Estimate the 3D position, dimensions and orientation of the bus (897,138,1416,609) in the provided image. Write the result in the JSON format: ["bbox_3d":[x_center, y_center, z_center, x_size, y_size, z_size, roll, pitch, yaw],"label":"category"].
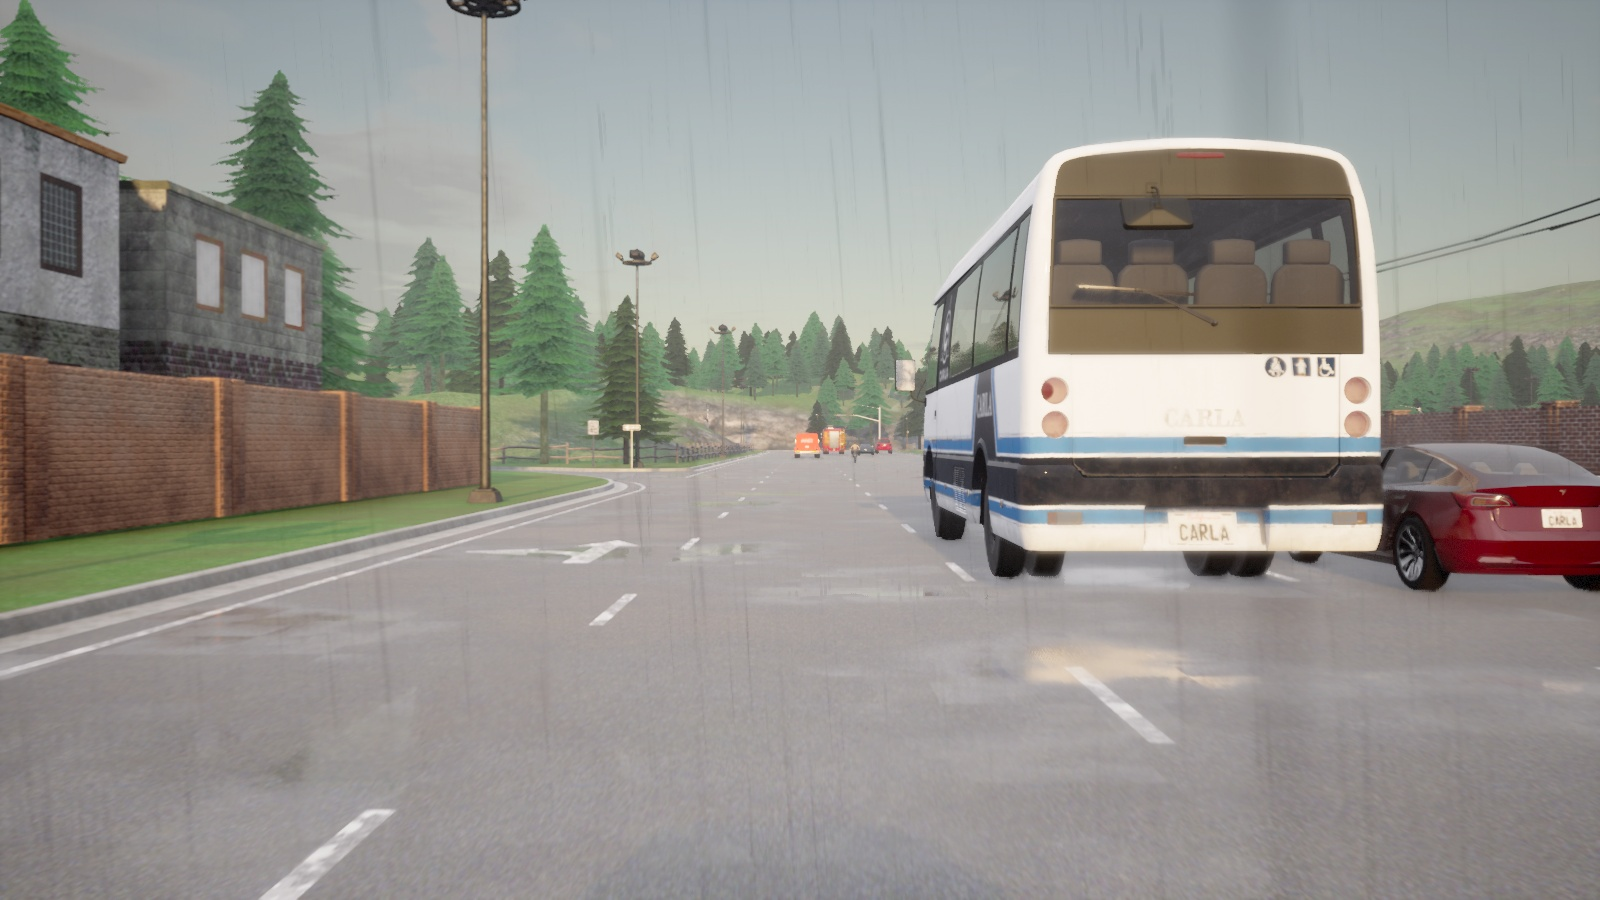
[{"bbox_3d":[3.610,-0.720,16.490,3.944,4.253,10.273,0,0,0],"label":"bus"}]

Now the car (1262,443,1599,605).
[{"bbox_3d":[7.095,0.673,13.987,2.163,1.488,4.792,0,0,0],"label":"car"}]
